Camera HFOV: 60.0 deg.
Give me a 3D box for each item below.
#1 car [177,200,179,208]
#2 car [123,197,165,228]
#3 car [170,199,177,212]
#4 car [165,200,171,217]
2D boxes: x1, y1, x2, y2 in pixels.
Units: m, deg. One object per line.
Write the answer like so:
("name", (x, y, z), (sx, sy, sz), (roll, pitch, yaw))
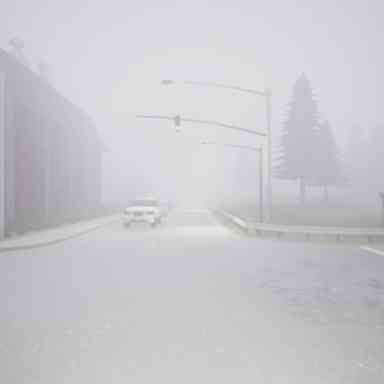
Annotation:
("car", (-3.352, 1.994, 59.662), (1.837, 1.490, 4.892), (0, -1, 0))
("car", (-3.517, 1.423, 24.498), (2.150, 2.045, 5.566), (0, 0, 0))
("car", (-3.476, 1.962, 44.637), (1.895, 1.301, 4.718), (0, 0, 0))
("car", (-3.499, 1.807, 34.511), (1.812, 1.442, 4.674), (0, 0, 0))
